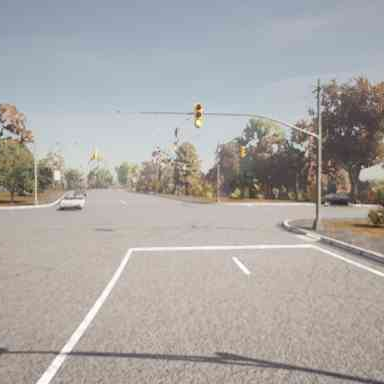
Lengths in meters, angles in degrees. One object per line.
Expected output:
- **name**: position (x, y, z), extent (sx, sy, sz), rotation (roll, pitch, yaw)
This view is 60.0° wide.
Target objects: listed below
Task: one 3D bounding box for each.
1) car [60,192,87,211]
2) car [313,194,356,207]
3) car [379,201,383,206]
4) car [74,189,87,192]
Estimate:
- **car**: position (-10.968, 0.983, 30.750), extent (1.895, 1.301, 4.718), rotation (0, 2, -14)
- **car**: position (16.406, 0.936, 38.369), extent (5.008, 1.535, 1.882), rotation (2, 1, -16)
- **car**: position (23.279, 1.305, 36.667), extent (5.357, 1.411, 2.033), rotation (2, 1, -16)
- **car**: position (-18.594, 0.131, 55.485), extent (1.994, 1.385, 4.181), rotation (-1, 2, -19)
